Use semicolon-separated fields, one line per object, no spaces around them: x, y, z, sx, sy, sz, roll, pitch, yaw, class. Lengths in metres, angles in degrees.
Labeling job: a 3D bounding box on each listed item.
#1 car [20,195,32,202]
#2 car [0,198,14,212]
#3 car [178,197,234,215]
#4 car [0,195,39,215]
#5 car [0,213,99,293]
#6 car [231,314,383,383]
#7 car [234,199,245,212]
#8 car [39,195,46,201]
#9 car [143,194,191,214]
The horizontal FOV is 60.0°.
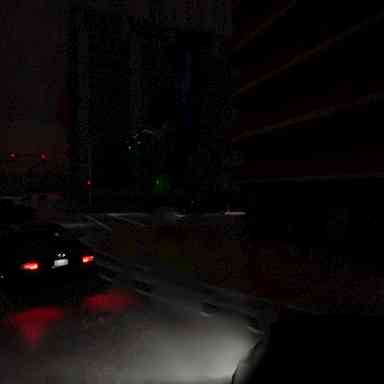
-40.176;1.525;80.618;2.128;1.511;4.902;0;0;-23;car
-23.089;1.491;40.479;2.128;1.511;4.902;0;0;-22;car
1.464;1.560;34.357;4.892;1.490;1.837;0;0;-23;car
-12.794;1.246;20.648;5.566;2.045;2.150;0;0;-23;car
-4.351;1.547;9.033;2.033;1.411;5.357;0;0;-39;car
2.873;1.547;2.017;5.357;1.411;2.033;0;0;35;car
6.624;1.560;40.289;4.892;1.490;1.837;0;0;-23;car
-37.089;1.540;82.302;2.033;1.411;5.357;0;0;-23;car
-2.527;1.277;36.489;5.566;2.045;2.150;0;0;-23;car
